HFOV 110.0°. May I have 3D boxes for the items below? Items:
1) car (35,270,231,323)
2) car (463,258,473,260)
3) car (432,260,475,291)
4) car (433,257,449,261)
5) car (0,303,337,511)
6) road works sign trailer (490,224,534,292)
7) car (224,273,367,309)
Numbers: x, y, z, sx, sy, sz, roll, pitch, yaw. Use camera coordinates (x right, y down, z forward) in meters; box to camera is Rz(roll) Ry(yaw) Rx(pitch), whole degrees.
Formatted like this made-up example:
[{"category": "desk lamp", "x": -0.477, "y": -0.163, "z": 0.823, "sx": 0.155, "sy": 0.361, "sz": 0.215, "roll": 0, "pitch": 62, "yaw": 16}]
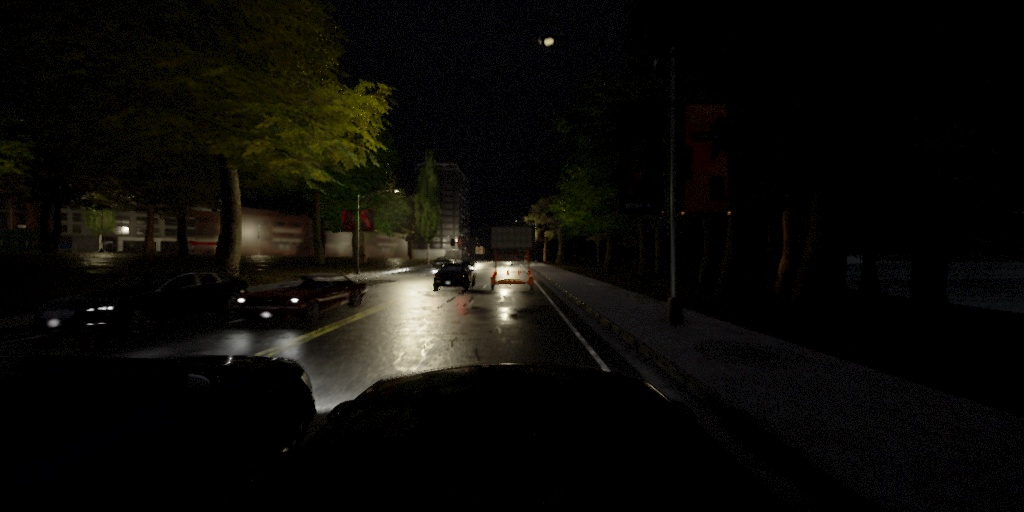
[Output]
[{"category": "car", "x": -9.850, "y": 1.164, "z": 10.160, "sx": 2.128, "sy": 1.511, "sz": 4.902, "roll": 0, "pitch": 0, "yaw": 0}, {"category": "car", "x": -6.578, "y": 0.981, "z": 52.974, "sx": 1.895, "sy": 1.301, "sz": 4.718, "roll": 0, "pitch": 0, "yaw": 0}, {"category": "car", "x": -3.154, "y": 1.114, "z": 19.939, "sx": 1.812, "sy": 1.442, "sz": 4.674, "roll": 0, "pitch": 0, "yaw": 0}, {"category": "car", "x": -9.833, "y": 0.884, "z": 49.999, "sx": 2.128, "sy": 1.511, "sz": 4.902, "roll": 0, "pitch": 0, "yaw": 0}, {"category": "car", "x": -3.150, "y": 1.309, "z": 2.260, "sx": 1.994, "sy": 1.385, "sz": 4.181, "roll": 0, "pitch": 1, "yaw": 0}, {"category": "road works sign trailer", "x": -0.003, "y": 0.055, "z": 19.587, "sx": 2.380, "sy": 3.560, "sz": 2.880, "roll": 0, "pitch": 0, "yaw": 0}, {"category": "car", "x": -6.603, "y": 1.258, "z": 11.845, "sx": 1.895, "sy": 1.301, "sz": 4.718, "roll": 0, "pitch": 1, "yaw": 0}]
